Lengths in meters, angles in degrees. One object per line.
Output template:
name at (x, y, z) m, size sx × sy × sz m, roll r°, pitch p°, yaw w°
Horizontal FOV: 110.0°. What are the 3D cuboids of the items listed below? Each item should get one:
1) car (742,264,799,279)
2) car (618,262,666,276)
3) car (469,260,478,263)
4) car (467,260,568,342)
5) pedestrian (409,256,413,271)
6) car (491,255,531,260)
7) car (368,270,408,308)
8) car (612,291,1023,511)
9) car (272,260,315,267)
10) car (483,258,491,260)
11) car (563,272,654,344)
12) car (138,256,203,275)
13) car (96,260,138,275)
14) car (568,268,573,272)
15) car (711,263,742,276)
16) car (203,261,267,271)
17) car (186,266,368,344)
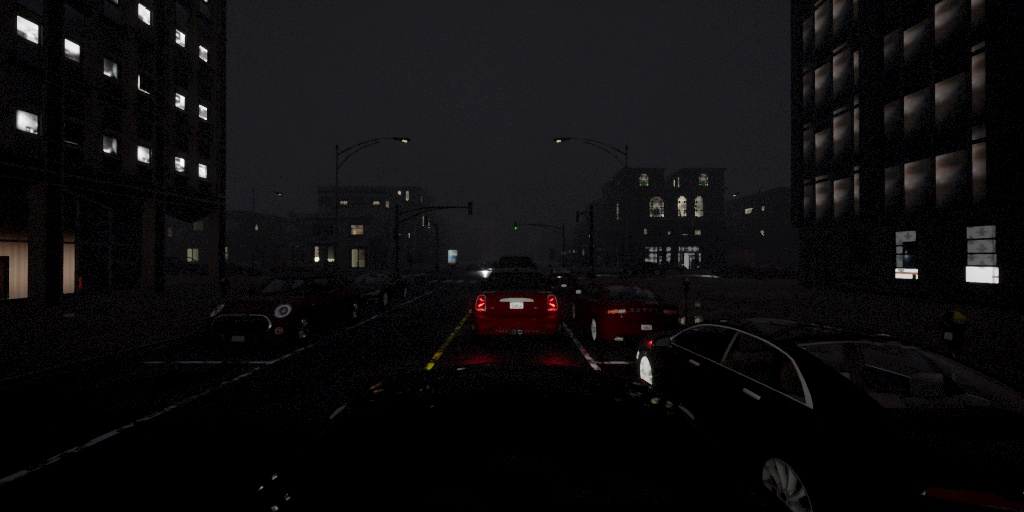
car at (23.665, 1.433, 32.391) m, size 4.207 × 1.307 × 1.802 m, roll 0°, pitch 0°, yaw 1°
car at (13.813, 1.339, 38.372) m, size 4.892 × 1.490 × 1.837 m, roll 0°, pitch 0°, yaw 1°
car at (-5.652, 1.338, 53.203) m, size 1.802 × 1.307 × 4.207 m, roll 0°, pitch 0°, yaw 0°
car at (0.105, 1.103, 9.957) m, size 2.097 × 1.767 × 4.553 m, roll 0°, pitch 0°, yaw 0°
pedestrian at (-12.520, 0.884, 44.342) m, size 0.375 × 1.860 × 0.375 m, roll 0°, pitch -1°, yaw 1°
car at (0.134, 0.974, 20.140) m, size 2.150 × 2.045 × 5.566 m, roll 0°, pitch 0°, yaw -1°
car at (-5.681, 1.302, 15.125) m, size 2.007 × 1.370 × 4.403 m, roll 0°, pitch 0°, yaw 0°
car at (2.692, 1.301, 3.718) m, size 2.007 × 1.370 × 4.403 m, roll 0°, pitch 0°, yaw 0°
car at (-25.425, 1.197, 41.600) m, size 4.829 × 1.417 × 1.751 m, roll 0°, pitch 0°, yaw 1°
car at (-3.036, 1.357, 52.057) m, size 1.895 × 1.301 × 4.718 m, roll 0°, pitch 0°, yaw 0°
car at (2.696, 1.296, 9.409) m, size 1.888 × 1.381 × 4.507 m, roll 0°, pitch 0°, yaw 0°
car at (-30.928, 0.917, 33.307) m, size 5.009 × 1.841 × 2.192 m, roll 0°, pitch 0°, yaw 1°
car at (-36.465, 1.130, 33.396) m, size 4.403 × 1.370 × 2.007 m, roll 0°, pitch 0°, yaw 1°
car at (2.704, 1.302, 20.794) m, size 2.007 × 1.370 × 4.403 m, roll 0°, pitch 0°, yaw 0°
car at (23.659, 1.446, 38.213) m, size 4.181 × 1.385 × 1.994 m, roll 0°, pitch 0°, yaw 2°
car at (-25.392, 1.177, 33.218) m, size 4.403 × 1.370 × 2.007 m, roll 0°, pitch 0°, yaw 1°
car at (-5.685, 1.190, 9.433) m, size 1.967 × 1.591 × 4.097 m, roll 0°, pitch 0°, yaw 0°
